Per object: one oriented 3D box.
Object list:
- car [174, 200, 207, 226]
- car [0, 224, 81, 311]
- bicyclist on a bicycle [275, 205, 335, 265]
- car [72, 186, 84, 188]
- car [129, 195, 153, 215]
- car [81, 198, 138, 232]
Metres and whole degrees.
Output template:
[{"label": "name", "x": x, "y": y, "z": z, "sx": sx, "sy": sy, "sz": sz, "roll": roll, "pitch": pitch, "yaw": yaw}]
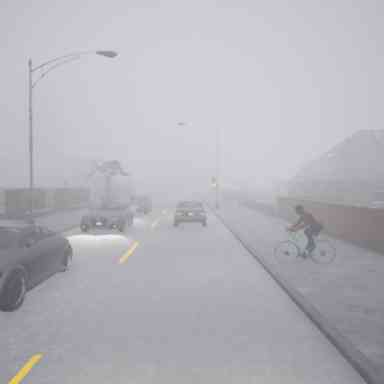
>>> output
[{"label": "car", "x": -0.114, "y": 1.156, "z": 19.781, "sx": 2.033, "sy": 1.411, "sz": 5.357, "roll": 0, "pitch": 1, "yaw": -1}, {"label": "car", "x": -4.169, "y": 1.420, "z": 7.247, "sx": 1.994, "sy": 1.385, "sz": 4.181, "roll": 0, "pitch": 1, "yaw": -1}, {"label": "bicyclist on a bicycle", "x": 3.032, "y": 1.170, "z": 8.916, "sx": 1.656, "sy": 1.620, "sz": 0.582, "roll": 0, "pitch": 1, "yaw": -1}, {"label": "car", "x": -20.414, "y": -0.149, "z": 58.023, "sx": 1.905, "sy": 1.878, "sz": 3.866, "roll": 1, "pitch": 1, "yaw": 34}, {"label": "car", "x": -4.297, "y": 0.981, "z": 26.833, "sx": 2.128, "sy": 1.511, "sz": 4.902, "roll": 0, "pitch": 1, "yaw": -1}, {"label": "car", "x": -4.266, "y": 1.225, "z": 17.212, "sx": 1.994, "sy": 1.385, "sz": 4.181, "roll": 0, "pitch": 1, "yaw": 0}]
